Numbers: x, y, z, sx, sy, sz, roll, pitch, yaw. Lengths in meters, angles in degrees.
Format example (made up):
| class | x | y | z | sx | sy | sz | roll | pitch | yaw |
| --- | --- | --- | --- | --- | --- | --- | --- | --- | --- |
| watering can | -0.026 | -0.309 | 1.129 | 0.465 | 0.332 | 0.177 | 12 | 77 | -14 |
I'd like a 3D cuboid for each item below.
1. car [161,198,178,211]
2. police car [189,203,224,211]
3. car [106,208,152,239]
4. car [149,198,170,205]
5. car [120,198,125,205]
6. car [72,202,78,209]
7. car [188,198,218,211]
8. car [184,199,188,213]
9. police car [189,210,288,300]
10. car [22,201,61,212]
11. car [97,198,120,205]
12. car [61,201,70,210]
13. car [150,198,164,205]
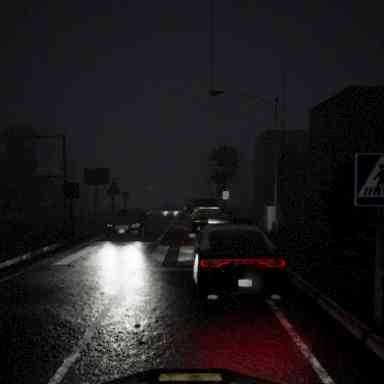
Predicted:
| class | x | y | z | sx | sy | sz | roll | pitch | yaw |
| --- | --- | --- | --- | --- | --- | --- | --- | --- | --- |
| car | -3.280 | 2.192 | 52.475 | 1.882 | 1.535 | 5.008 | 0 | -1 | 0 |
| police car | 0.947 | 1.611 | 18.612 | 1.930 | 1.638 | 5.238 | 0 | -1 | 0 |
| car | -3.391 | 1.669 | 18.475 | 2.128 | 1.511 | 4.902 | -1 | -1 | 0 |
| car | -8.906 | 2.560 | 91.770 | 5.566 | 2.045 | 2.435 | 0 | -1 | 0 |
| car | -21.962 | 2.810 | 91.777 | 5.008 | 1.535 | 2.097 | 0 | -1 | 0 |
| car | -21.989 | 2.197 | 54.579 | 5.008 | 1.535 | 2.097 | 0 | -1 | 0 |
| car | 0.945 | 1.504 | 24.537 | 2.150 | 2.045 | 5.566 | 0 | -1 | 0 |
| car | -0.017 | 2.117 | 45.843 | 1.837 | 1.490 | 4.892 | 0 | -1 | 0 |
| police car | 0.958 | 1.468 | 8.601 | 1.930 | 1.638 | 5.238 | 0 | -1 | 0 |
| car | -21.985 | 2.134 | 48.030 | 4.674 | 1.452 | 2.002 | 0 | -1 | 0 |
| car | -21.955 | 2.702 | 86.209 | 5.008 | 1.535 | 2.097 | 0 | -1 | 0 |
| car | -21.980 | 2.147 | 51.306 | 4.892 | 1.521 | 2.231 | 0 | -1 | 0 |
| car | -8.873 | 2.757 | 88.964 | 4.892 | 1.521 | 2.231 | 0 | -1 | 0 |
